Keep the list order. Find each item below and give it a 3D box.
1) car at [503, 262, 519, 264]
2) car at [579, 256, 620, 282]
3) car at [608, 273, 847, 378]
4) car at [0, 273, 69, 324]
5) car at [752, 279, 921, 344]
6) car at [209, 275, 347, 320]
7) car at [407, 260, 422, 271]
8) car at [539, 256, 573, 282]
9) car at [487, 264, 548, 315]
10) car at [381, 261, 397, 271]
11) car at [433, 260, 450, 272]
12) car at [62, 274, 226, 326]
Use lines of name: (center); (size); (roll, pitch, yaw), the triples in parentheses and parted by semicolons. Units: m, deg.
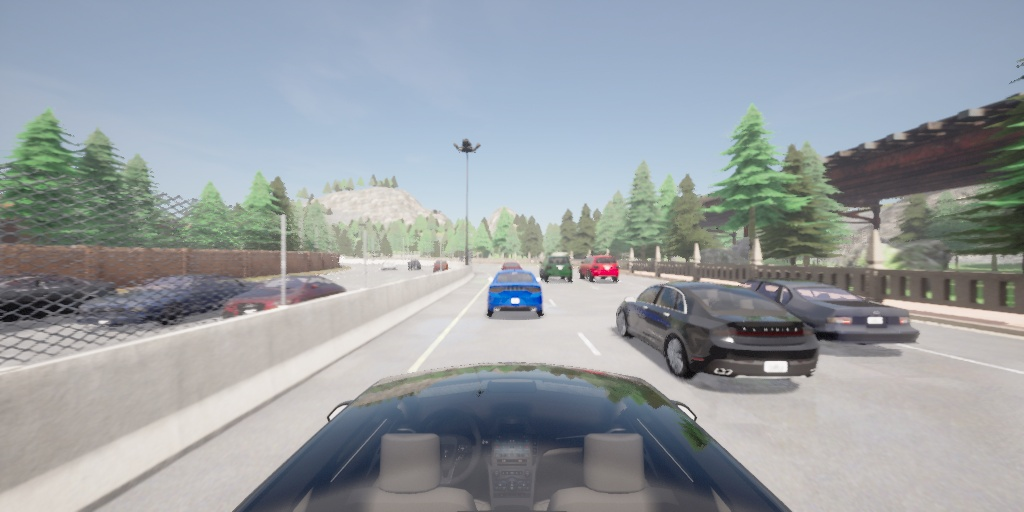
car: (-0.114, 1.268, 31.716); (1.882, 1.535, 5.008); (0, 0, -2)
car: (7.000, 1.009, 29.286); (2.150, 2.045, 5.566); (0, 0, -2)
car: (3.598, 1.262, 7.310); (1.837, 1.490, 4.892); (0, 0, 0)
car: (-14.102, 1.253, 9.930); (2.128, 1.511, 4.902); (0, 0, 0)
car: (7.101, 1.308, 9.526); (2.033, 1.411, 5.357); (0, 0, 0)
car: (-7.104, 1.328, 11.763); (1.994, 1.385, 4.181); (0, 0, 0)
car: (-14.227, 1.323, 52.538); (1.837, 1.490, 4.892); (0, 0, -15)
car: (3.501, 1.009, 29.274); (2.150, 2.045, 5.566); (0, 0, -2)
car: (0.101, 1.244, 13.633); (1.882, 1.535, 5.008); (0, 0, 0)
car: (-17.287, 1.418, 50.562); (1.895, 1.301, 4.718); (0, 0, -15)
car: (-9.147, 1.289, 46.584); (1.882, 1.535, 5.008); (0, 0, -11)
car: (-10.597, 1.312, 11.989); (2.033, 1.411, 5.357); (0, 0, 0)
